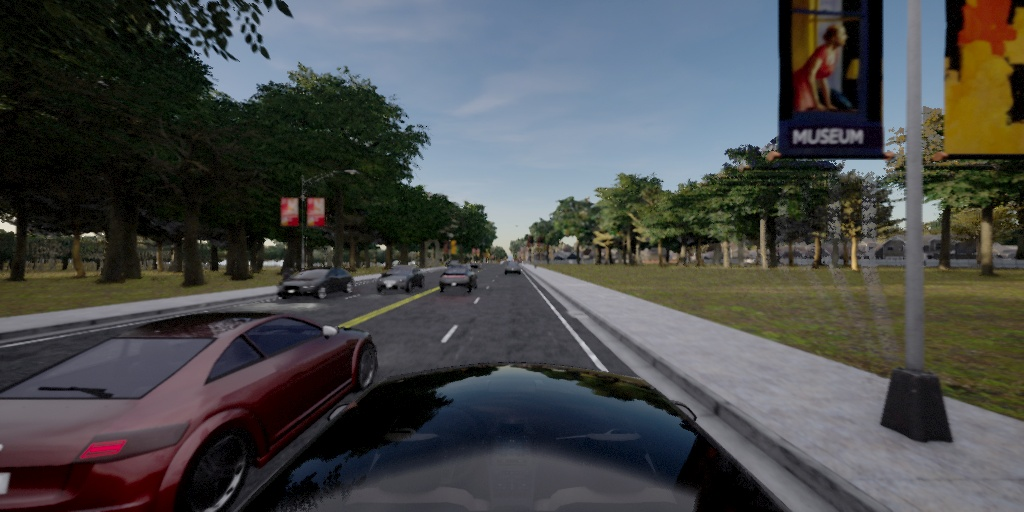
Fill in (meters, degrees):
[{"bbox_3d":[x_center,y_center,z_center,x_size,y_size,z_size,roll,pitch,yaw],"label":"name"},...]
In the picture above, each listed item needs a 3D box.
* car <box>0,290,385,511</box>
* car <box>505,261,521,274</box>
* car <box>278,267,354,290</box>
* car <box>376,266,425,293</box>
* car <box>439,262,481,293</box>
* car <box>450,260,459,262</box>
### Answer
[{"bbox_3d":[-3.151,1.325,4.132,1.994,1.385,4.181,0,0,0],"label":"car"},{"bbox_3d":[0.080,1.572,45.878,1.994,1.385,4.181,0,0,0],"label":"car"},{"bbox_3d":[-9.856,1.339,18.434,1.837,1.490,4.892,0,0,0],"label":"car"},{"bbox_3d":[-6.607,1.346,21.750,2.128,1.511,4.902,0,0,0],"label":"car"},{"bbox_3d":[-3.161,1.347,21.923,2.128,1.511,4.902,0,0,0],"label":"car"},{"bbox_3d":[-9.822,1.467,60.048,2.097,1.767,4.553,0,0,1],"label":"car"}]
